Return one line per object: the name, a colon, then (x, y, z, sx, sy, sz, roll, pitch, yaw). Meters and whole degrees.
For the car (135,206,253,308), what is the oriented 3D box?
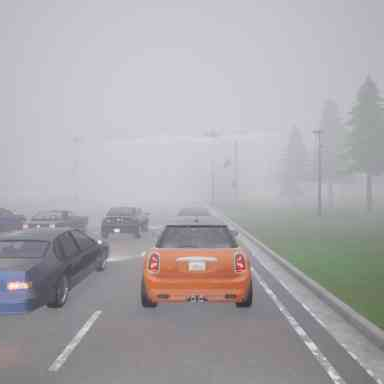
car: (0.091, 1.352, 8.100, 2.097, 1.767, 4.553, 0, 0, 0)

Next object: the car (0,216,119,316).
car: (-3.408, 1.547, 7.824, 2.033, 1.411, 5.357, 0, 0, 0)

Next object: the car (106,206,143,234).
car: (-3.422, 1.504, 17.569, 1.837, 1.490, 4.892, 0, 0, 0)

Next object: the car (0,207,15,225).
car: (-10.421, 1.477, 17.113, 1.882, 1.535, 5.008, 0, 0, 0)

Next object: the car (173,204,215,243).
car: (0.080, 1.477, 17.126, 1.882, 1.535, 5.008, 0, 0, 0)

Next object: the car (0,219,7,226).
car: (-6.919, 1.601, 8.213, 1.895, 1.301, 4.718, 0, 0, 0)

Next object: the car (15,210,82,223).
car: (-6.920, 1.600, 17.317, 1.895, 1.301, 4.718, 0, 0, 0)
